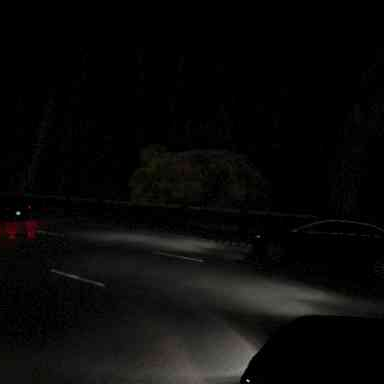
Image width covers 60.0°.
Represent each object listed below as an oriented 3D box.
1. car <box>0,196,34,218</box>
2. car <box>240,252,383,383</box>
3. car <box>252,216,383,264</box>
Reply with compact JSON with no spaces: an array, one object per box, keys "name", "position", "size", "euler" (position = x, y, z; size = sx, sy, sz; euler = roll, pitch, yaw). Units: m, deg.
[{"name":"car","position":[-12.280,0.914,21.355],"size":[4.718,1.301,1.895],"euler":[2,1,35]},{"name":"car","position":[2.926,1.584,1.905],"size":[5.357,1.411,2.033],"euler":[2,1,36]},{"name":"car","position":[4.165,1.436,9.620],"size":[4.902,1.511,2.128],"euler":[2,1,35]}]
